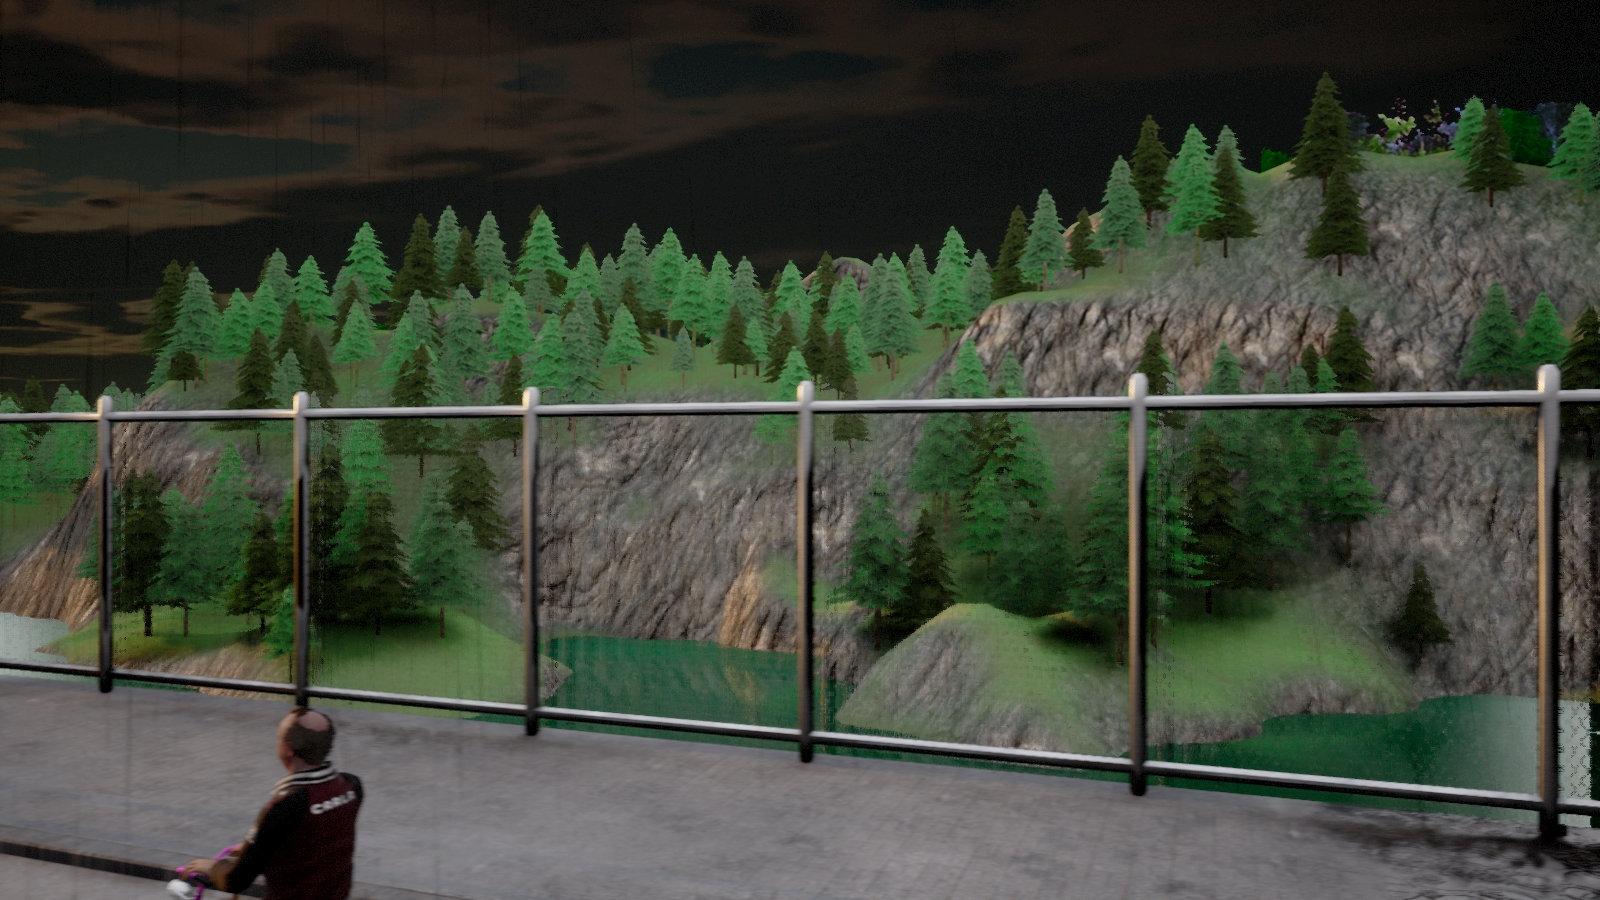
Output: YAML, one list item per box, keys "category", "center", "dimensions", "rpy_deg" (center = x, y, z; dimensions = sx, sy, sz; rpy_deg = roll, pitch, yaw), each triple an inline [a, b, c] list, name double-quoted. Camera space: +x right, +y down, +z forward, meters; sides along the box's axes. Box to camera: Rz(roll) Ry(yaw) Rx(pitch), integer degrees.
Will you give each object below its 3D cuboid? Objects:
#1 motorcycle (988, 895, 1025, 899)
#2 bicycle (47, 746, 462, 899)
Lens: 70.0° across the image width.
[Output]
- category: "motorcycle"
  center: [1.565, 2.205, 3.262]
  dimensions: [2.209, 1.251, 0.867]
  rpy_deg: [0, 0, 20]
- category: "bicycle"
  center: [-2.245, 2.060, 4.634]
  dimensions: [1.835, 1.471, 0.329]
  rpy_deg: [0, 0, 20]
